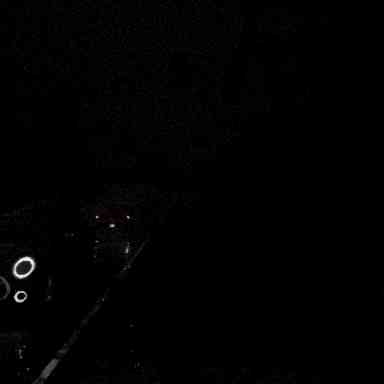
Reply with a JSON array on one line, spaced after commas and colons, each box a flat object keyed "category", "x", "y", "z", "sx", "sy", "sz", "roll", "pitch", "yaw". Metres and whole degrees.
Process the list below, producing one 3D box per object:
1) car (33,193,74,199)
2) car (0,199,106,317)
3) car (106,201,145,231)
[{"category": "car", "x": -7.189, "y": 0.959, "z": 16.689, "sx": 2.097, "sy": 1.767, "sz": 4.553, "roll": 0, "pitch": 2, "yaw": 0}, {"category": "car", "x": -3.638, "y": 1.230, "z": 7.494, "sx": 2.097, "sy": 1.767, "sz": 4.553, "roll": 0, "pitch": 1, "yaw": 0}, {"category": "car", "x": -3.695, "y": 1.165, "z": 17.616, "sx": 1.895, "sy": 1.301, "sz": 4.718, "roll": 0, "pitch": 2, "yaw": 0}]
